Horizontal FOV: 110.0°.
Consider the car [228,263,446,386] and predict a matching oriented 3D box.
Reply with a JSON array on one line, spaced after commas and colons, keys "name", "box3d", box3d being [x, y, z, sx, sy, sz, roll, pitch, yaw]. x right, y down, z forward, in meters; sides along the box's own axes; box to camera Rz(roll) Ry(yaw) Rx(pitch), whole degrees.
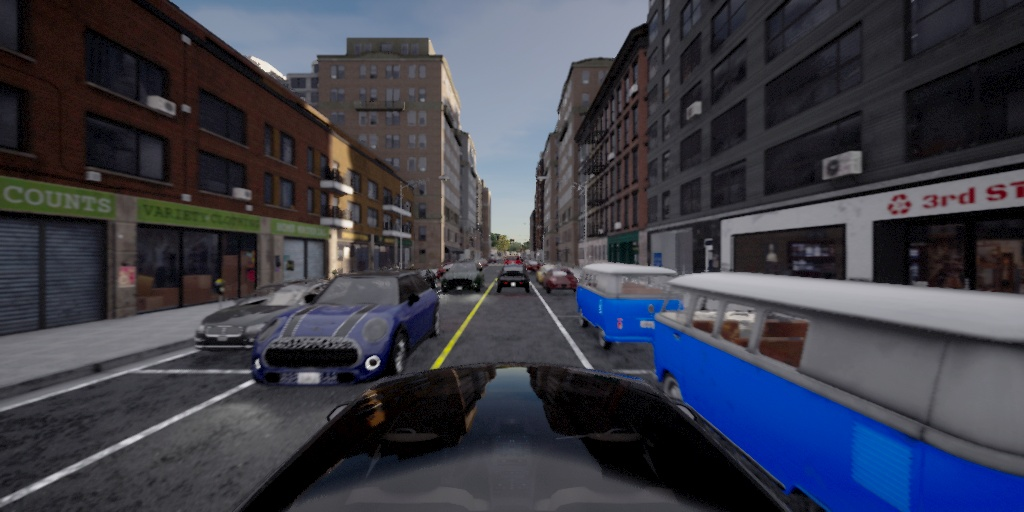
[{"name": "car", "box3d": [-2.837, 1.101, 7.219, 2.097, 1.767, 4.553, 0, 0, 0]}]

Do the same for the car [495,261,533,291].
[{"name": "car", "box3d": [0.081, 1.251, 21.574, 1.837, 1.490, 4.892, 0, 0, 0]}]

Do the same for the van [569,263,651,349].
[{"name": "van", "box3d": [2.638, 1.090, 8.851, 1.690, 1.789, 3.998, 0, 0, 0]}]

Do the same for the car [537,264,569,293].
[{"name": "car", "box3d": [2.640, 1.328, 20.215, 1.802, 1.307, 4.207, 0, 0, 0]}]

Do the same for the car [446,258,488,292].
[{"name": "car", "box3d": [-2.749, 1.096, 21.114, 2.097, 1.767, 4.553, 0, 0, 0]}]

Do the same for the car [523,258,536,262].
[{"name": "car", "box3d": [2.642, 1.284, 42.944, 1.888, 1.381, 4.507, 0, 0, 0]}]

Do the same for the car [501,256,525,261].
[{"name": "car", "box3d": [0.103, 0.959, 44.940, 2.150, 2.045, 5.566, 0, 0, 0]}]

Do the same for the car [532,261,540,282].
[{"name": "car", "box3d": [2.640, 1.270, 26.067, 1.751, 1.417, 4.829, 0, 0, 0]}]

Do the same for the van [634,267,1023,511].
[{"name": "van", "box3d": [2.638, 1.091, 3.168, 1.690, 1.789, 3.998, 0, 0, 0]}]

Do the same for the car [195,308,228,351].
[{"name": "car", "box3d": [-5.387, 1.298, 8.851, 2.007, 1.370, 4.403, 0, 0, 0]}]
